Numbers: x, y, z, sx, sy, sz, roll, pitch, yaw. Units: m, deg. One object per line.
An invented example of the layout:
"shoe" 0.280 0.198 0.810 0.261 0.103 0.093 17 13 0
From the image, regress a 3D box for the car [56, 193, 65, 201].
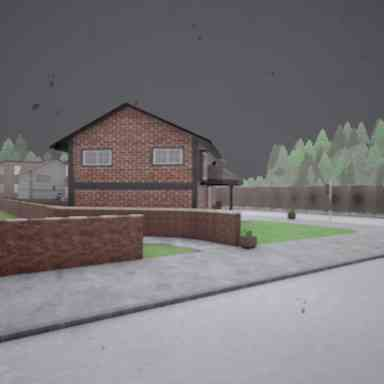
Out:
"car" -14.558 1.045 38.455 1.905 1.878 3.866 0 0 -35
